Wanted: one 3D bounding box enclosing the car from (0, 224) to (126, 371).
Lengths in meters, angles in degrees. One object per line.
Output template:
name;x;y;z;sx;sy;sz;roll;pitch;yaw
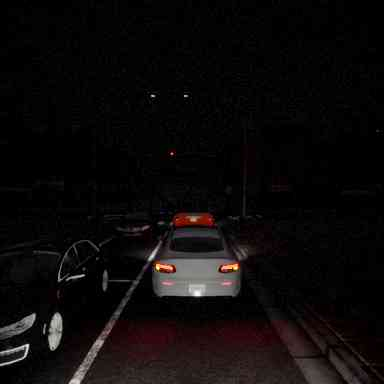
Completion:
car;-2.666;1.548;5.830;2.008;1.369;4.403;-2;0;0

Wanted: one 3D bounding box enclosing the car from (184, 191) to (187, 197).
car;-2.755;1.307;71.201;2.192;1.841;5.009;-1;0;0

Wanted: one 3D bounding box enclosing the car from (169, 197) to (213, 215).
car;0.076;1.353;18.086;2.097;1.767;4.553;0;0;0

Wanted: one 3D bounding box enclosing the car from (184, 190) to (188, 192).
car;-2.777;1.131;93.371;2.192;1.841;5.009;-1;1;0

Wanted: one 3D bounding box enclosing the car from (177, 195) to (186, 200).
car;-2.768;1.429;87.822;2.008;1.369;4.403;-1;0;0

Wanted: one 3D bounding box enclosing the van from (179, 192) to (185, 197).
van;-2.748;1.359;65.658;1.690;1.788;3.998;-1;0;0

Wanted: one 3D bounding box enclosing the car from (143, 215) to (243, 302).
car;0.090;1.523;8.123;1.812;1.442;4.674;0;0;0

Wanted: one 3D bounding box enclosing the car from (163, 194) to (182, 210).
car;-2.721;1.483;43.502;1.967;1.590;4.097;-2;0;0

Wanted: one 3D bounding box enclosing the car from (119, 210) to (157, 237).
car;-2.680;1.582;16.724;1.802;1.307;4.206;-2;0;0
